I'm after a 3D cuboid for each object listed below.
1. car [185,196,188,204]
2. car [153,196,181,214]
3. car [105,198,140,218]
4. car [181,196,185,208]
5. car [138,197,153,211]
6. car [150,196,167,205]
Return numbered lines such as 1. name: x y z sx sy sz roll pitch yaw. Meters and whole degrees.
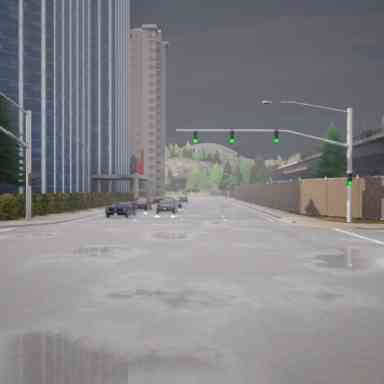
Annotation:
1. car: -1.689 1.344 60.285 2.033 1.411 5.357 0 0 2
2. car: -2.503 1.387 34.110 1.837 1.490 4.892 0 0 2
3. car: -6.152 1.498 29.268 1.895 1.301 4.718 0 0 2
4. car: -2.261 1.377 43.366 1.812 1.442 4.674 0 0 3
5. car: -5.872 1.344 38.666 1.882 1.535 5.008 0 0 2
6. car: -5.412 1.364 54.036 2.033 1.411 5.357 0 0 2
